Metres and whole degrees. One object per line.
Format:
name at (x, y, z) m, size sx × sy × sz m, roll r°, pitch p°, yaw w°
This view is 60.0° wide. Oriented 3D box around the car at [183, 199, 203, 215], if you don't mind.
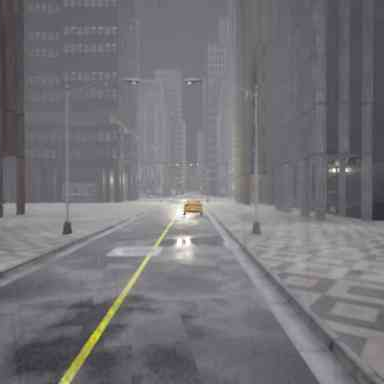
car at (0.091, 1.481, 34.159) m, size 1.882 × 1.535 × 5.008 m, roll 0°, pitch 0°, yaw 0°
